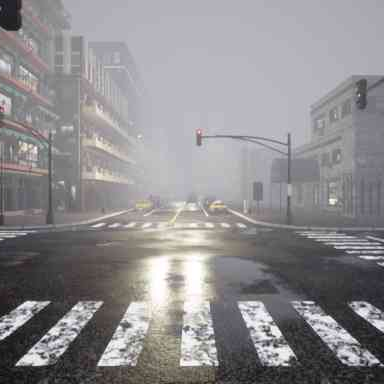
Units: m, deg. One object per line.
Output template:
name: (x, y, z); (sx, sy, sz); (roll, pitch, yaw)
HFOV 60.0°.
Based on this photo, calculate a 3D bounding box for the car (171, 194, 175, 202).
car: (-5.695, 1.624, 78.183); (1.887, 1.381, 4.507); (0, 0, 0)

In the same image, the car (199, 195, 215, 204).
car: (2.689, 1.349, 50.488); (2.192, 1.841, 5.009); (0, 0, 0)

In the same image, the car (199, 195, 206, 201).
car: (2.684, 1.628, 89.432); (1.752, 1.417, 4.829); (0, 0, 0)

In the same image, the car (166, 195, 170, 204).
car: (-5.694, 1.600, 61.564); (2.008, 1.369, 4.403); (0, 0, 0)

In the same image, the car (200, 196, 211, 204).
car: (2.687, 1.609, 67.105); (2.008, 1.369, 4.403); (0, 0, 0)

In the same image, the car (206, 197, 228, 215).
car: (2.690, 1.543, 34.040); (1.752, 1.417, 4.829); (0, 0, 0)

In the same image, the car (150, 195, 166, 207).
car: (-5.691, 1.349, 50.486); (2.192, 1.841, 5.009); (0, 0, 0)

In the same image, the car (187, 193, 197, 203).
car: (-0.006, 1.179, 70.709); (2.150, 2.045, 5.566); (0, 0, 0)

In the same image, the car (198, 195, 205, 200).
car: (2.683, 1.666, 94.801); (2.008, 1.369, 4.403); (0, 0, 0)

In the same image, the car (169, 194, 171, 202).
car: (-5.694, 1.584, 66.933); (1.752, 1.417, 4.829); (0, 0, 0)

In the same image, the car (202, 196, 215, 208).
car: (2.689, 1.609, 44.948); (1.802, 1.307, 4.206); (0, 0, 0)

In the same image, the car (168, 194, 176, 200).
car: (-5.696, 1.430, 94.801); (2.192, 1.841, 5.009); (0, 0, 0)

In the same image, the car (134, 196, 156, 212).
car: (-5.692, 1.547, 39.237); (1.752, 1.417, 4.829); (0, 0, 0)

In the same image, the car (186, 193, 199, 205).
car: (-0.005, 1.400, 60.646); (2.097, 1.767, 4.553); (0, 0, 0)
